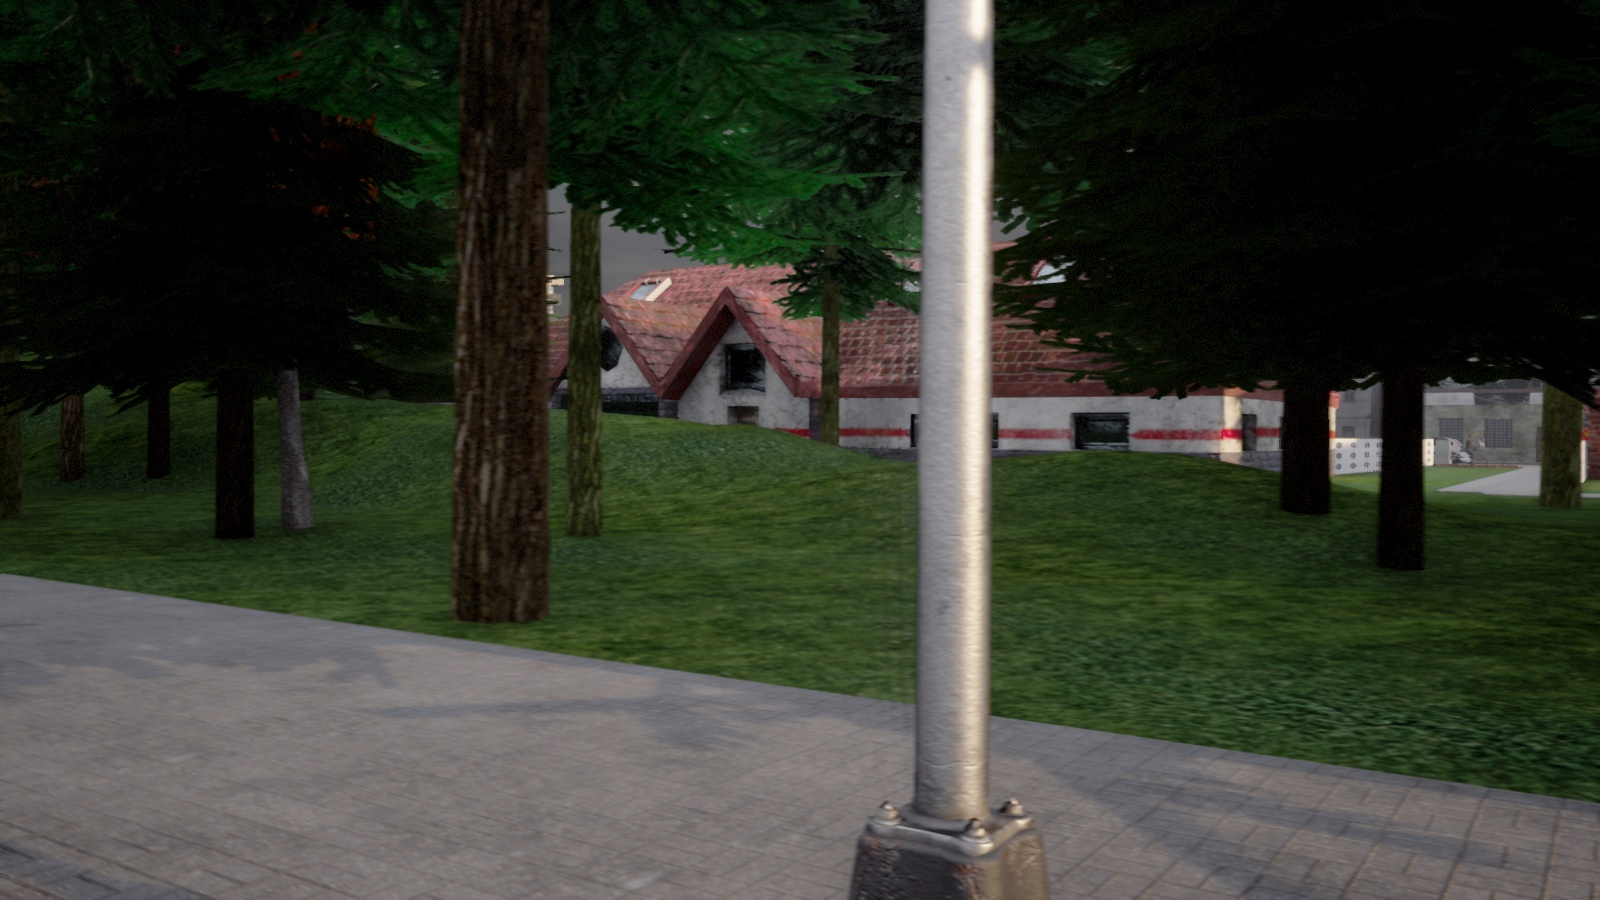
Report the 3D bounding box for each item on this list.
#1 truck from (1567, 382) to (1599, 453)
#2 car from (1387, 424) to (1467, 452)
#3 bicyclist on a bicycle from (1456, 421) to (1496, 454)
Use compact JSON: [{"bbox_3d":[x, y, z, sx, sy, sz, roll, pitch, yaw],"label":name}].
[{"bbox_3d":[46.169,-1.771,67.371,8.468,3.827,2.891,0,1,34],"label":"truck"},{"bbox_3d":[36.764,-0.709,73.640,3.988,1.617,1.851,0,1,34],"label":"car"},{"bbox_3d":[36.980,-0.671,68.695,1.843,1.776,0.659,0,1,34],"label":"bicyclist on a bicycle"}]
